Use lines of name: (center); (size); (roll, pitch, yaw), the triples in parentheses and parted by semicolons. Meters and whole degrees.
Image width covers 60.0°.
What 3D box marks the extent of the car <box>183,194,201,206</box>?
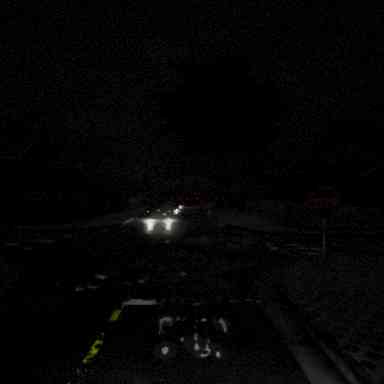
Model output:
car: (0.022, 1.375, 58.020); (2.150, 2.045, 5.566); (0, 0, 1)

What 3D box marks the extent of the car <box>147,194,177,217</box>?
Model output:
car: (-2.837, 1.223, 31.022); (2.150, 2.045, 5.566); (0, 0, 0)

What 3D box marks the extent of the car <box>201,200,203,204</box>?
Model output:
car: (0.928, 1.785, 68.582); (1.994, 1.385, 4.181); (0, -1, 13)

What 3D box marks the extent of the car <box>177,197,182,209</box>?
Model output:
car: (-2.817, 1.566, 46.495); (1.882, 1.535, 5.008); (0, 0, 0)
